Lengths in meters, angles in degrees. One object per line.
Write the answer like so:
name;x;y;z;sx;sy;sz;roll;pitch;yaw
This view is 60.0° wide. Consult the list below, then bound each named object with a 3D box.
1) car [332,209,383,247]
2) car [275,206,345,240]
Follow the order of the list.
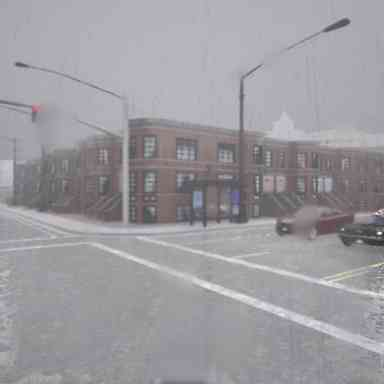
car;8.272;1.614;14.184;4.718;1.301;1.895;0;0;-36
car;6.424;1.491;17.167;5.008;1.535;1.882;0;0;-36
